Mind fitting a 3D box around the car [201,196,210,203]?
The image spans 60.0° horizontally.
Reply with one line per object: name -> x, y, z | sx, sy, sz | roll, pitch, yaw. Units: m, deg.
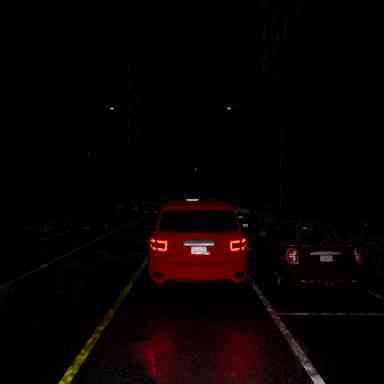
car -> 2.935, 1.580, 73.684 | 1.752, 1.417, 4.829 | 0, 0, 0

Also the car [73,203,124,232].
car -> -5.661, 1.567, 20.016 | 1.947, 1.339, 4.313 | 0, 0, 0

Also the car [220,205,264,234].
car -> 2.864, 1.552, 20.012 | 2.008, 1.369, 4.403 | 0, 0, 0

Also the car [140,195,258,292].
car -> 0.108, 1.221, 9.093 | 2.150, 2.045, 5.566 | 0, 0, -1

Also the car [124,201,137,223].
car -> -5.659, 1.584, 25.517 | 1.802, 1.307, 4.206 | 0, 0, 0

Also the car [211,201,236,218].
car -> 2.870, 1.569, 31.014 | 1.947, 1.339, 4.313 | 0, 0, 0

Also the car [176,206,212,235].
car -> 0.109, 1.602, 19.863 | 1.895, 1.301, 4.718 | 0, 0, 0

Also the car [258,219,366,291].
car -> 2.858, 1.440, 9.009 | 1.967, 1.590, 4.097 | 0, 0, 0

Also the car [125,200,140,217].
car -> -5.656, 1.444, 31.019 | 1.967, 1.590, 4.097 | 0, 0, 0

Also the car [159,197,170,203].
car -> -5.602, 1.627, 68.122 | 1.802, 1.307, 4.206 | 0, 0, 0

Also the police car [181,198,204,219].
police car -> 0.015, 1.428, 30.127 | 1.930, 1.638, 5.238 | 0, 0, 0

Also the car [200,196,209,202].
car -> 2.948, 1.617, 78.922 | 2.008, 1.369, 4.403 | 0, 0, 0

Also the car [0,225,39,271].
car -> -5.667, 1.582, 9.014 | 1.802, 1.307, 4.206 | 0, 0, 0
